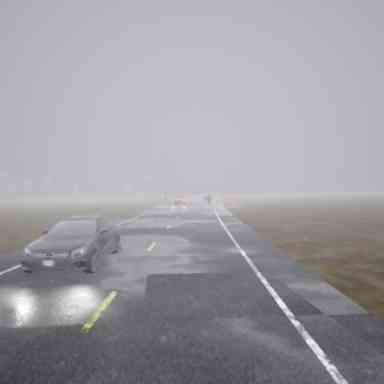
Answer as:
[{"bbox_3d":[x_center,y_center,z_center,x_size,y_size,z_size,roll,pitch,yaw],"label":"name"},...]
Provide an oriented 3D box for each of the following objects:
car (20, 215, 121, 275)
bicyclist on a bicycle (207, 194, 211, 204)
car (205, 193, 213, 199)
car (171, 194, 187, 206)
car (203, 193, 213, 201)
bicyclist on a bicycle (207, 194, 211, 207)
[{"bbox_3d":[-3.504,1.494,10.531,1.812,1.442,4.674,0,0,1],"label":"car"},{"bbox_3d":[3.010,1.192,57.464,0.659,1.776,1.843,0,0,4],"label":"bicyclist on a bicycle"},{"bbox_3d":[4.574,1.061,88.819,2.128,1.511,4.902,0,0,5],"label":"car"},{"bbox_3d":[-1.934,1.193,51.311,2.097,1.767,4.553,0,0,4],"label":"car"},{"bbox_3d":[3.550,1.238,76.269,1.882,1.535,5.008,0,0,5],"label":"car"},{"bbox_3d":[2.385,1.306,47.739,0.582,1.620,1.656,0,0,3],"label":"bicyclist on a bicycle"}]
